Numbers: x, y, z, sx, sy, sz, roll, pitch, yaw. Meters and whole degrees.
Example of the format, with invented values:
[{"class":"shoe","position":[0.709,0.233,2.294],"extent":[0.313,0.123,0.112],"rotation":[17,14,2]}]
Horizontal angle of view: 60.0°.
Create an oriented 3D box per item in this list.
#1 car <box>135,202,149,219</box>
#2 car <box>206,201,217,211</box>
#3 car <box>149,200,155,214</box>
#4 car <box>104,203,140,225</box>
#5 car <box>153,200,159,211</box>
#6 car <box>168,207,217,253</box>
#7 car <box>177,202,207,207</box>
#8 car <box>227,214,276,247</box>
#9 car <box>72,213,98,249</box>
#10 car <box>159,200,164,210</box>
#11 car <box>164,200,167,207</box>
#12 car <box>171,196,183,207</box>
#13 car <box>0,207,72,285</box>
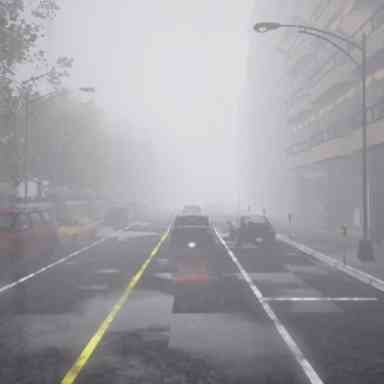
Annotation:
[{"class":"car","position":[-5.686,1.748,32.121],"extent":[1.967,1.590,4.097],"rotation":[0,-1,0]},{"class":"car","position":[2.693,2.024,48.737],"extent":[2.008,1.369,4.403],"rotation":[0,-1,0]},{"class":"car","position":[-5.687,1.945,37.658],"extent":[1.802,1.307,4.206],"rotation":[0,-1,0]},{"class":"car","position":[-5.687,1.820,26.581],"extent":[1.947,1.339,4.313],"rotation":[0,-1,0]},{"class":"car","position":[-5.687,1.942,43.027],"extent":[1.752,1.417,4.829],"rotation":[0,-1,0]},{"class":"car","position":[0.006,1.644,14.314],"extent":[1.837,1.490,4.892],"rotation":[0,0,0]},{"class":"car","position":[0.003,1.825,28.995],"extent":[2.033,1.411,5.357],"rotation":[0,-1,0]},{"class":"car","position":[2.693,1.698,15.507],"extent":[2.008,1.369,4.403],"rotation":[0,-1,0]},{"class":"car","position":[-5.687,1.671,15.335],"extent":[1.752,1.417,4.829],"rotation":[0,-1,0]},{"class":"car","position":[-5.686,1.913,48.736],"extent":[1.967,1.590,4.097],"rotation":[0,-1,0]},{"class":"car","position":[-5.764,2.136,59.810],"extent":[2.008,1.369,4.403],"rotation":[0,-1,0]},{"class":"car","position":[-3.015,1.868,65.824],"extent":[2.150,2.045,5.566],"rotation":[0,-1,0]},{"class":"car","position":[-5.686,1.410,9.968],"extent":[2.192,1.841,5.009],"rotation":[0,-1,0]}]
